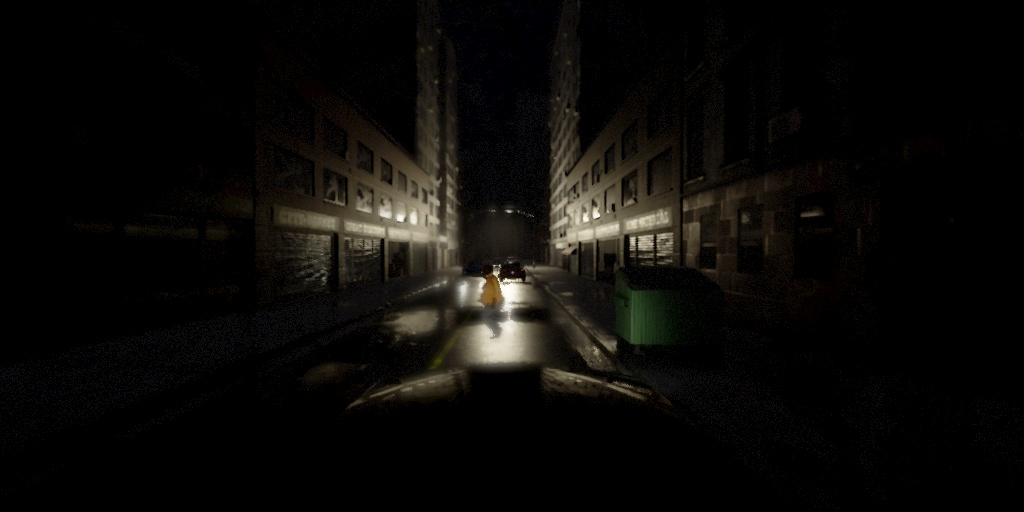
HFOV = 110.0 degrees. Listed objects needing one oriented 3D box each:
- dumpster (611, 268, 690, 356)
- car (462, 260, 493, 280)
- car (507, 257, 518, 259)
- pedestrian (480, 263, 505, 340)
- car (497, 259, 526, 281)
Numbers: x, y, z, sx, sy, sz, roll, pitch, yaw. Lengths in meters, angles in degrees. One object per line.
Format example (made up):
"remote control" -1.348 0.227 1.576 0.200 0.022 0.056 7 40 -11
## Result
"dumpster" 3.005 1.107 8.132 1.020 1.700 1.940 0 0 0
"car" -2.868 1.075 29.052 1.882 1.535 5.008 0 0 0
"car" 0.048 0.872 45.796 2.097 1.767 4.553 0 0 1
"pedestrian" -0.459 1.006 8.258 0.375 1.860 0.375 -1 1 -14
"car" 0.059 1.166 28.205 1.994 1.385 4.181 0 0 0
